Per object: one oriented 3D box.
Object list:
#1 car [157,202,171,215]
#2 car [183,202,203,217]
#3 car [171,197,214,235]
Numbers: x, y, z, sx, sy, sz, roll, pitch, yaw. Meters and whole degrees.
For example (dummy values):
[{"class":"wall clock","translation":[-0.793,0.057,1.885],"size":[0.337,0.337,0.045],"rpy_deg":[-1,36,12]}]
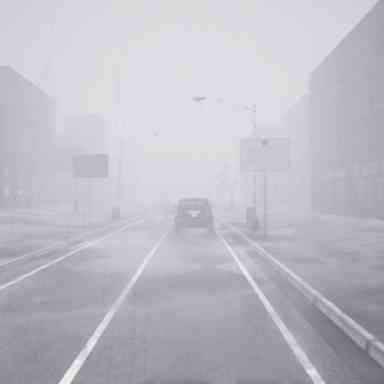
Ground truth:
[{"class":"car","translation":[-3.054,1.993,40.371],"size":[1.837,1.490,4.892],"rpy_deg":[0,-1,0]},{"class":"car","translation":[0.131,1.943,38.503],"size":[2.128,1.511,4.902],"rpy_deg":[0,-1,0]},{"class":"car","translation":[0.102,1.345,19.937],"size":[2.150,2.045,5.566],"rpy_deg":[0,-1,0]}]
